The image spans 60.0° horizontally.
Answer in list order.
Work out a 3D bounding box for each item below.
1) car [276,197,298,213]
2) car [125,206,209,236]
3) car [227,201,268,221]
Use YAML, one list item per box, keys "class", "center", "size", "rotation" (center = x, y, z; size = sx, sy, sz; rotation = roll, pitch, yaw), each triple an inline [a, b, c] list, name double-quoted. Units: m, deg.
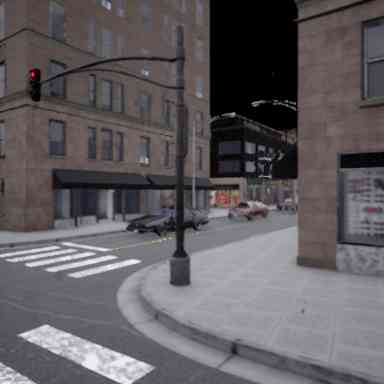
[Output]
- class: "car"
  center: [10.565, 1.312, 35.252]
  size: [1.882, 1.535, 5.008]
  rotation: [0, 1, 35]
- class: "car"
  center: [-1.163, 1.527, 18.660]
  size: [2.033, 1.411, 5.357]
  rotation: [0, 1, 38]
- class: "car"
  center: [4.613, 1.434, 26.872]
  size: [1.812, 1.442, 4.674]
  rotation: [0, 1, 35]
